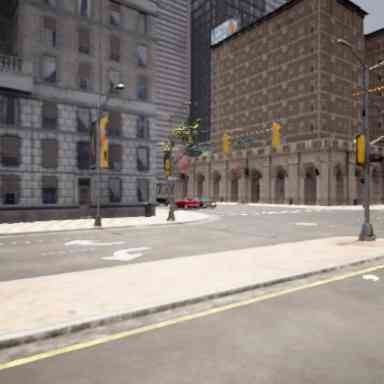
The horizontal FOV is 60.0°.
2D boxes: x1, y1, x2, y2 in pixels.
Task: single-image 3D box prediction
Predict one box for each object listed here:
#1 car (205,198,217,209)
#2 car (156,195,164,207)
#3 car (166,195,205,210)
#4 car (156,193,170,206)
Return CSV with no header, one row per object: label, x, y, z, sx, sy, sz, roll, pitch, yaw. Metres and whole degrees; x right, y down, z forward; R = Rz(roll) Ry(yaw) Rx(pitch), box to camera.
car,1.484,1.526,46.426,2.128,1.511,4.902,0,0,-36
car,-6.710,1.592,51.907,1.994,1.385,4.181,0,0,-35
car,-0.920,1.507,43.772,1.882,1.535,5.008,0,0,-36
car,-4.232,1.255,54.472,2.150,2.045,5.566,0,0,-35
